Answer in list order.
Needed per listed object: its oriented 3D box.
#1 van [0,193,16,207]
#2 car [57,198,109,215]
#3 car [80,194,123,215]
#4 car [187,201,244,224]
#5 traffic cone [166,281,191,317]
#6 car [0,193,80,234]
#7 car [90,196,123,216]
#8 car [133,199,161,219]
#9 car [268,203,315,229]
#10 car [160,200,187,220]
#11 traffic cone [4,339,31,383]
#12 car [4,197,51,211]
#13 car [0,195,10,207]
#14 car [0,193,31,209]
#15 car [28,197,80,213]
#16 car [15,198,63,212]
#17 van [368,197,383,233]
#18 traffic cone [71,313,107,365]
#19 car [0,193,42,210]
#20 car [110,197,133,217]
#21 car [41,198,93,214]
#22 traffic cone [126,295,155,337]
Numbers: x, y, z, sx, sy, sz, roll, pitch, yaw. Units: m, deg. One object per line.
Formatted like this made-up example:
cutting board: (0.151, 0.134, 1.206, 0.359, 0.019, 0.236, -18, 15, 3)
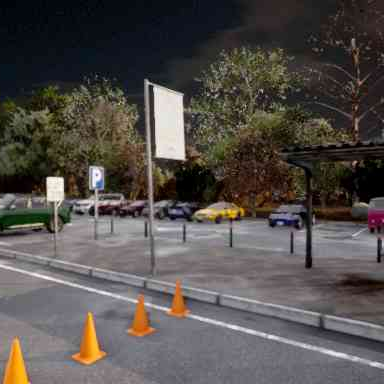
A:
van: (-27.213, 1.117, 46.317, 1.878, 1.987, 4.442, 1, 0, 35)
car: (-11.381, 1.451, 35.042, 2.231, 1.521, 4.892, 0, 0, 35)
car: (-9.124, 1.203, 33.428, 2.435, 2.045, 5.566, 0, 0, 35)
car: (2.140, 1.470, 25.321, 1.946, 1.575, 5.366, 0, 0, 35)
traffic cone: (-0.256, 1.956, 6.187, 0.340, 0.580, 0.340, 0, 0, 36)
car: (-9.119, 1.215, 17.439, 2.435, 2.045, 5.566, 0, 0, 35)
car: (-6.833, 1.458, 31.860, 2.097, 1.535, 5.008, 0, 0, 35)
car: (-2.290, 1.467, 28.669, 2.231, 1.521, 4.892, 0, 0, 35)
car: (6.773, 1.511, 22.257, 2.163, 1.488, 4.792, 0, 0, 35)
car: (-0.007, 1.499, 27.092, 2.163, 1.488, 4.792, 0, 0, 35)
traffic cone: (-1.981, 1.956, 3.739, 0.340, 0.580, 0.340, 0, 0, 35)
car: (-20.451, 1.438, 41.458, 2.163, 1.488, 4.792, 0, 0, 35)
car: (-29.444, 1.314, 47.970, 1.946, 1.575, 5.366, 1, 0, 35)
car: (-24.992, 1.117, 44.649, 2.435, 2.045, 5.566, 1, 0, 35)
car: (-15.816, 1.432, 38.392, 1.946, 1.575, 5.366, 0, 0, 35)
car: (-18.208, 1.455, 39.811, 2.163, 1.488, 4.792, 0, 0, 35)
van: (11.398, 1.263, 19.185, 1.878, 1.987, 4.442, 0, 0, 35)
traffic cone: (-1.406, 1.956, 4.555, 0.340, 0.580, 0.340, 0, 0, 35)
car: (-22.753, 1.138, 43.006, 2.435, 2.045, 5.566, 0, 0, 35)
car: (-4.562, 1.461, 30.264, 2.097, 1.535, 5.008, 0, 0, 35)
car: (-13.653, 1.443, 36.640, 2.097, 1.535, 5.008, 0, 0, 35)
traffic cone: (-0.831, 1.956, 5.372, 0.340, 0.580, 0.340, 0, 0, 35)
